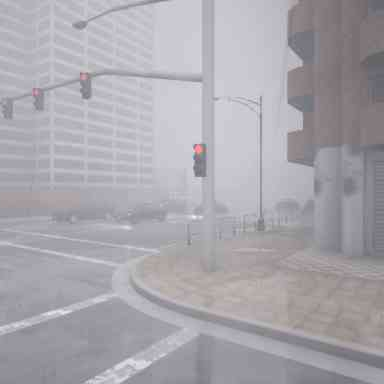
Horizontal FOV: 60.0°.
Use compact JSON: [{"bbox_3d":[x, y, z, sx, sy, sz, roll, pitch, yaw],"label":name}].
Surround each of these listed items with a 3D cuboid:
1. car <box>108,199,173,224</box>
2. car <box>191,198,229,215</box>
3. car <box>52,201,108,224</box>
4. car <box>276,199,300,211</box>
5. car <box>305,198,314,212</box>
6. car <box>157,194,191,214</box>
[{"bbox_3d":[-3.769,1.526,25.160,1.812,1.442,4.674,0,0,35],"label":"car"},{"bbox_3d":[1.933,1.564,33.209,1.994,1.385,4.181,0,0,36],"label":"car"},{"bbox_3d":[-8.070,1.478,25.175,1.882,1.535,5.008,0,0,35],"label":"car"},{"bbox_3d":[11.704,1.526,40.670,1.812,1.442,4.674,0,0,35],"label":"car"},{"bbox_3d":[14.536,1.505,38.582,1.837,1.490,4.892,0,0,35],"label":"car"},{"bbox_3d":[-2.489,1.352,33.040,2.097,1.767,4.553,0,0,35],"label":"car"}]
